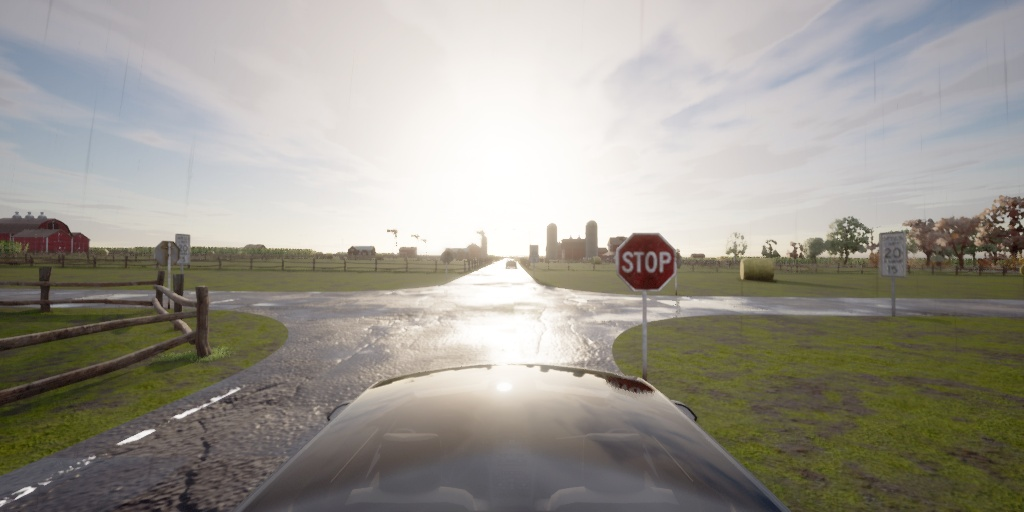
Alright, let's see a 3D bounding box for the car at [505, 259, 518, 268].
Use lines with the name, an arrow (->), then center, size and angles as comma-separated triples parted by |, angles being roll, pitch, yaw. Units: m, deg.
car -> -0.134, 1.245, 60.593 | 2.128, 1.511, 4.902 | 0, 0, 0
